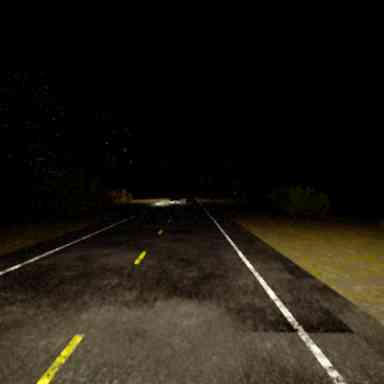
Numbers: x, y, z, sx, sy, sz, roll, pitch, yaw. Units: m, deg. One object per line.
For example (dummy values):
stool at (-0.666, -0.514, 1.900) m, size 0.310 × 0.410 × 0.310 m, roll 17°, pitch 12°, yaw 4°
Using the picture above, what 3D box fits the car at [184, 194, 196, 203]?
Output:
car at (-0.125, 1.510, 66.551) m, size 1.994 × 1.385 × 4.181 m, roll 0°, pitch 0°, yaw 0°

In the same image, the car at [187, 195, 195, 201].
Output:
car at (-0.297, 1.436, 80.241) m, size 1.837 × 1.490 × 4.892 m, roll 0°, pitch 0°, yaw 0°

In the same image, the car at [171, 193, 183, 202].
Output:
car at (-3.773, 1.492, 75.669) m, size 1.994 × 1.385 × 4.181 m, roll 0°, pitch 0°, yaw 0°
